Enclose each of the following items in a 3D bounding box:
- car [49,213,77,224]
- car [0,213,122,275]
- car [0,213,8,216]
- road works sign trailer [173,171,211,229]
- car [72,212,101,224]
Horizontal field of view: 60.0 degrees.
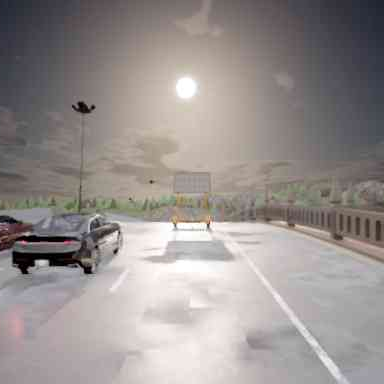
[{"bbox_3d":[-17.572,3.662,45.487,1.895,1.301,4.718,0,-7,0],"label":"car"},{"bbox_3d":[-3.399,1.367,9.961,2.128,1.511,4.902,0,1,0],"label":"car"},{"bbox_3d":[-6.899,1.392,11.145,1.812,1.442,4.674,0,0,0],"label":"car"},{"bbox_3d":[0.010,0.485,21.338,2.380,3.560,2.880,0,-2,2],"label":"road works sign trailer"},{"bbox_3d":[-14.070,3.514,44.656,2.033,1.411,5.357,0,-7,0],"label":"car"}]
